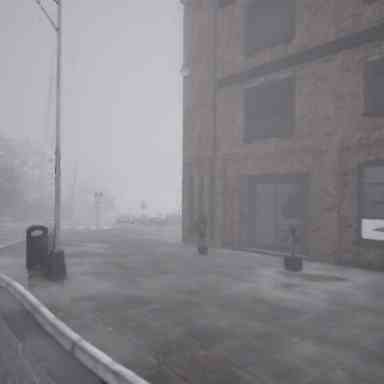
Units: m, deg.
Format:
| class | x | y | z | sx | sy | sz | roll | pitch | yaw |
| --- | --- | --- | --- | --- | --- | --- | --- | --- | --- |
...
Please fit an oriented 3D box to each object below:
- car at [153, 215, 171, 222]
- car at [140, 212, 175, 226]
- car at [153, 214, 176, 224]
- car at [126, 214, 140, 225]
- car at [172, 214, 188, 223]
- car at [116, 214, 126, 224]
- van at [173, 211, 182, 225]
| class | x | y | z | sx | sy | sz | roll | pitch | yaw |
| --- | --- | --- | --- | --- | --- | --- | --- | --- | --- |
| car | -5.503 | 4.840 | 61.071 | 1.895 | 1.301 | 4.718 | 0 | -4 | 12 |
| car | -3.852 | 3.225 | 38.060 | 2.002 | 1.452 | 4.674 | 2 | -4 | 12 |
| car | -4.160 | 4.184 | 51.830 | 2.033 | 1.411 | 5.357 | 0 | -4 | 12 |
| car | -6.227 | 3.522 | 41.922 | 1.895 | 1.301 | 4.718 | 0 | -4 | 12 |
| car | -2.206 | 4.834 | 61.429 | 1.837 | 1.490 | 4.892 | 0 | -4 | 12 |
| car | -8.785 | 3.679 | 45.518 | 1.994 | 1.385 | 4.181 | 0 | -4 | 12 |
| van | -1.564 | 3.743 | 48.920 | 1.878 | 1.987 | 4.442 | 0 | -4 | 12 |
